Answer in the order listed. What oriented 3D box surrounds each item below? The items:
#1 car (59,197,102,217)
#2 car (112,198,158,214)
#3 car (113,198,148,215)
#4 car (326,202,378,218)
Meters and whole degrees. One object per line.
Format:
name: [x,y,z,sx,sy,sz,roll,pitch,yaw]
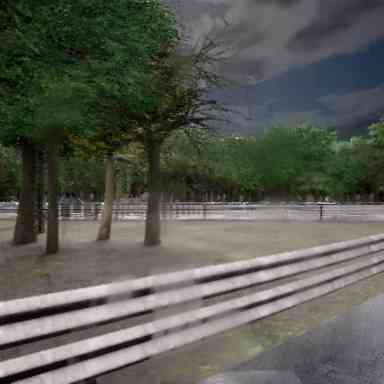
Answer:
car: [-12.791,1.601,36.540,5.566,2.045,2.150,0,-1,5]
car: [-7.325,1.810,43.043,5.566,2.045,2.150,0,-1,5]
car: [-7.734,1.855,39.564,4.553,1.767,2.097,0,-1,5]
car: [16.192,1.822,33.750,4.892,1.490,1.837,0,-1,5]
